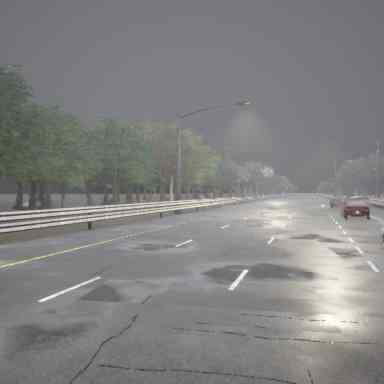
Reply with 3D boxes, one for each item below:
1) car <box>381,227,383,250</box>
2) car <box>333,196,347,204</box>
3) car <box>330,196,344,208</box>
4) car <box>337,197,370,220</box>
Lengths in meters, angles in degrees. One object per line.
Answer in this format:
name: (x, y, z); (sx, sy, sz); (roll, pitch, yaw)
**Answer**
car: (7.632, 1.600, 10.917); (1.895, 1.301, 4.718); (0, 0, 20)
car: (28.168, 1.488, 63.110); (1.882, 1.535, 5.008); (0, 0, 31)
car: (20.933, 1.487, 47.977); (2.128, 1.511, 4.902); (0, 0, 21)
car: (14.002, 1.476, 28.721); (1.882, 1.535, 5.008); (0, 0, 20)
